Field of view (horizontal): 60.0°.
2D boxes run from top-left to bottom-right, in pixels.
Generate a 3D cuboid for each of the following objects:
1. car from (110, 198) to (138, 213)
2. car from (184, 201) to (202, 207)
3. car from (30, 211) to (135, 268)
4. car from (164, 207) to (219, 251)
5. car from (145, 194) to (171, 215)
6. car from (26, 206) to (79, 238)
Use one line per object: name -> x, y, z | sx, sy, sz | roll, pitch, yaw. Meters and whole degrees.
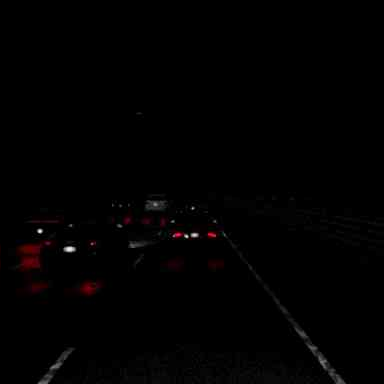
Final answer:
car -> -6.915, 1.382, 34.356 | 2.097, 1.767, 4.553 | 1, 0, 0
car -> 0.082, 1.618, 35.249 | 1.994, 1.385, 4.181 | 0, 0, 0
car -> -3.413, 1.575, 11.292 | 1.994, 1.385, 4.181 | 0, 0, 0
car -> 0.091, 1.563, 14.126 | 2.033, 1.411, 5.357 | 0, 0, 0
car -> -3.407, 1.259, 33.728 | 2.150, 2.045, 5.566 | 1, -1, 0
car -> -6.911, 1.525, 17.549 | 1.837, 1.490, 4.892 | 0, 0, 0
